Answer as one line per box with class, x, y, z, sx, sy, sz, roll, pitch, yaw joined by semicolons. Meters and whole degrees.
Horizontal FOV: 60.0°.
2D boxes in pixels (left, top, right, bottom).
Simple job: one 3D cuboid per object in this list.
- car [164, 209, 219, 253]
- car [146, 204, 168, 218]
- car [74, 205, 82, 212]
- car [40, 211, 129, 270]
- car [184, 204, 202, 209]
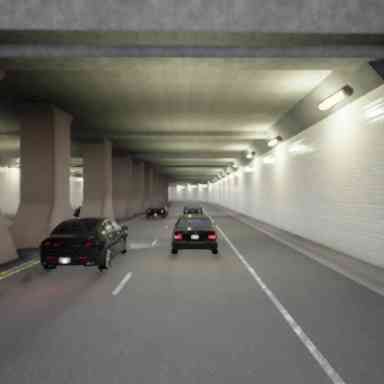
car;0.102;1.663;14.242;2.033;1.411;5.357;0;0;0
car;-3.396;1.870;33.314;1.895;1.301;4.718;0;0;0
car;-10.590;1.840;34.113;1.994;1.385;4.181;0;0;0
car;-3.398;1.597;11.307;1.837;1.490;4.892;0;0;0
car;0.104;1.870;33.311;1.895;1.301;4.718;0;0;0
